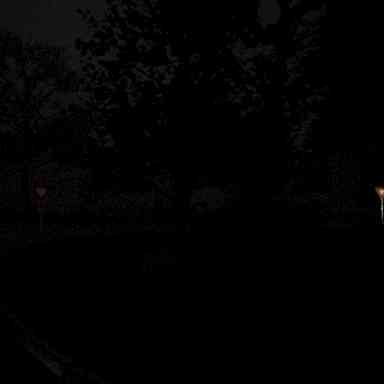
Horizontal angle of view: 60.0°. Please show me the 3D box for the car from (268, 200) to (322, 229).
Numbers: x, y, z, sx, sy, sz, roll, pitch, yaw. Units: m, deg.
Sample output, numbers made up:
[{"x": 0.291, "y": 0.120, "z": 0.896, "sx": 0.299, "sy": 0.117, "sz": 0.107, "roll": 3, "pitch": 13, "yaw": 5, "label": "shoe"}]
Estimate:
[{"x": 6.050, "y": 1.494, "z": 21.425, "sx": 5.008, "sy": 1.535, "sz": 1.882, "roll": 0, "pitch": 0, "yaw": -22, "label": "car"}]
